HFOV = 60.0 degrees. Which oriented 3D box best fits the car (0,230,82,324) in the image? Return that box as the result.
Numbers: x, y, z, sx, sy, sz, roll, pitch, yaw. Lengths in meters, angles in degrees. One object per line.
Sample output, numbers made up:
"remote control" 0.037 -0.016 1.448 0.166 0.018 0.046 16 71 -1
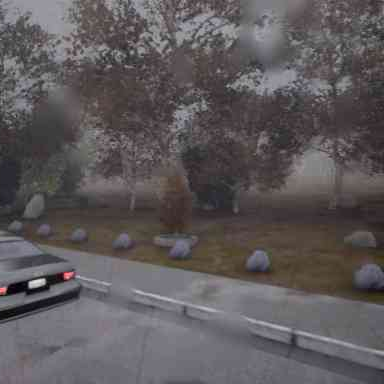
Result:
"car" -4.524 1.495 6.797 5.357 1.411 2.033 1 0 36
